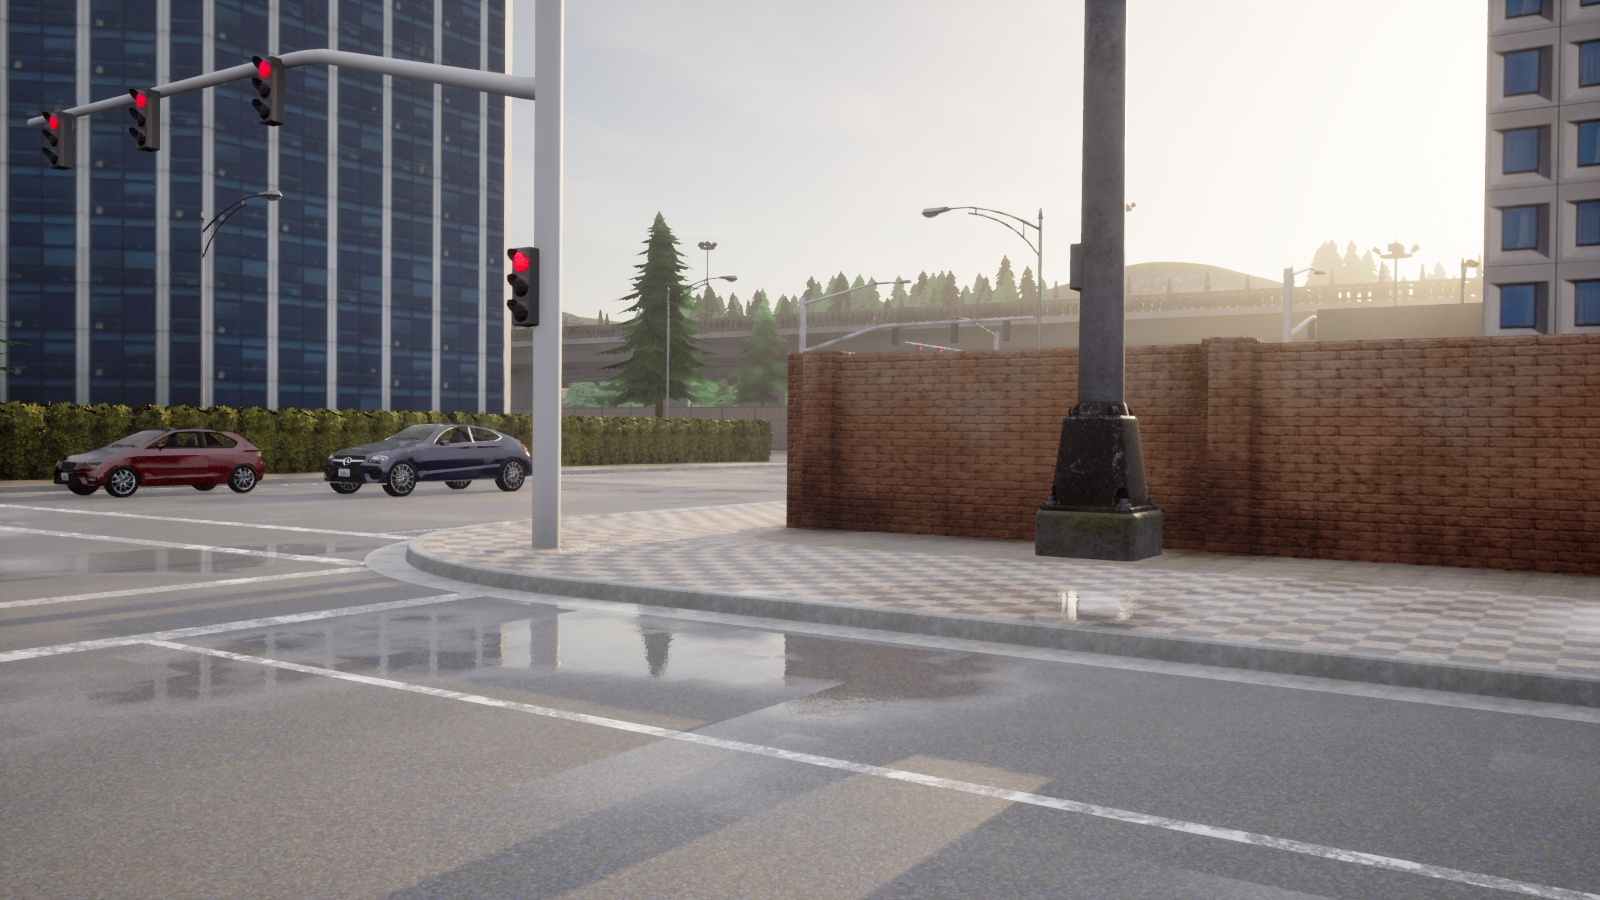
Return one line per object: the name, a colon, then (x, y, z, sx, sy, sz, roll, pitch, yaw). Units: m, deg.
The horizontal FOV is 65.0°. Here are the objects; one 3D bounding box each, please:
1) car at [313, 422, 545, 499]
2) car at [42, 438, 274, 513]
car: (-8.596, 0.184, 29.564, 2.152, 1.651, 5.027, 0, 1, 33)
car: (-14.022, 0.494, 27.653, 1.816, 1.474, 4.193, 0, 1, 33)
